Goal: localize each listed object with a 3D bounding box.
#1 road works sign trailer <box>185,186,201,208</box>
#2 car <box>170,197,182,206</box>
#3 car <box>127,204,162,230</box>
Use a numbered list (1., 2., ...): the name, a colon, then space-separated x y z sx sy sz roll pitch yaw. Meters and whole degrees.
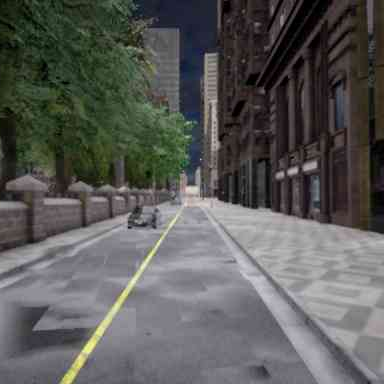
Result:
1. road works sign trailer: -0.001 0.768 54.342 2.380 3.560 2.880 0 0 0
2. car: -3.023 1.721 63.575 2.097 1.767 4.553 0 0 0
3. car: -3.100 1.623 22.262 1.837 1.490 4.892 0 0 0
